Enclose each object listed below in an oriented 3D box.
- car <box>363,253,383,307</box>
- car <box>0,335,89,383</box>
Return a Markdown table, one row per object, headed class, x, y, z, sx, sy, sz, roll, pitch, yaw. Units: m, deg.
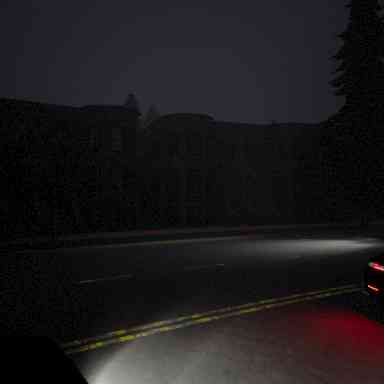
| class | x | y | z | sx | sy | sz | roll | pitch | yaw |
| --- | --- | --- | --- | --- | --- | --- | --- | --- | --- |
| car | 5.450 | 1.492 | 6.209 | 4.902 | 1.511 | 2.128 | 0 | 0 | -24 |
| car | -3.091 | 1.547 | 1.378 | 5.357 | 1.411 | 2.033 | 0 | 0 | -37 |
